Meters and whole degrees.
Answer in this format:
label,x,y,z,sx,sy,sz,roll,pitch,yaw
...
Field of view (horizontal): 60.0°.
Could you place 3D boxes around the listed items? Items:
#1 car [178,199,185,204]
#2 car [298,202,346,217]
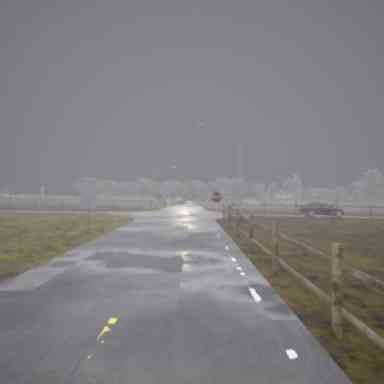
label,x,y,z,sx,sy,sz,roll,pitch,yaw
car,-2.747,2.502,87.688,1.994,1.385,4.181,0,-2,0
car,13.929,1.894,35.745,4.892,1.490,1.837,1,-2,0
